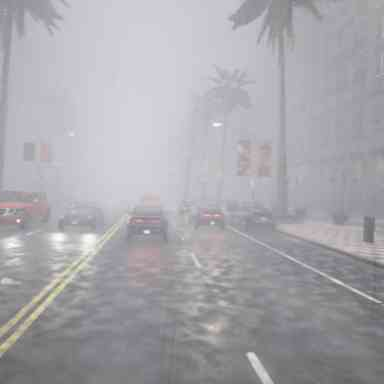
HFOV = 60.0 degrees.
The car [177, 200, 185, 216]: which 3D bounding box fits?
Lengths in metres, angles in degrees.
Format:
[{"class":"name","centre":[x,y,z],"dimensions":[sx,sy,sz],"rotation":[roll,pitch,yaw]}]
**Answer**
[{"class":"car","centre":[-0.352,1.437,31.319],"dimensions":[2.033,1.411,5.357],"rotation":[2,0,-7]}]

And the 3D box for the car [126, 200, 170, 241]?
[{"class":"car","centre":[-2.121,1.371,16.060],"dimensions":[1.837,1.490,4.892],"rotation":[2,0,-7]}]

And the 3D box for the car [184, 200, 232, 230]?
[{"class":"car","centre":[0.861,1.473,21.072],"dimensions":[1.837,1.490,4.892],"rotation":[2,0,-7]}]

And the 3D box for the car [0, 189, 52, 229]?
[{"class":"car","centre":[-9.532,0.897,18.418],"dimensions":[2.150,2.045,5.566],"rotation":[2,0,-7]}]

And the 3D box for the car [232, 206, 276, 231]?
[{"class":"car","centre":[3.873,1.598,21.516],"dimensions":[2.161,1.482,4.786],"rotation":[2,0,-7]}]

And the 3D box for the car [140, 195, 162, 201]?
[{"class":"car","centre":[-3.956,1.099,31.847],"dimensions":[2.097,1.767,4.553],"rotation":[2,0,-7]}]

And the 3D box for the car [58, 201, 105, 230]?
[{"class":"car","centre":[-6.053,1.236,18.703],"dimensions":[1.812,1.442,4.674],"rotation":[2,0,-7]}]
